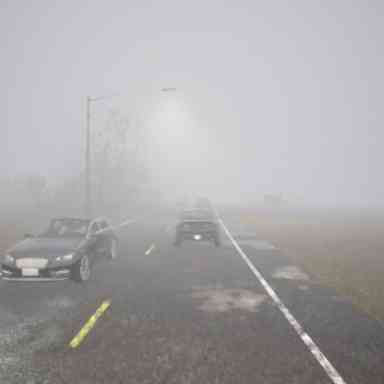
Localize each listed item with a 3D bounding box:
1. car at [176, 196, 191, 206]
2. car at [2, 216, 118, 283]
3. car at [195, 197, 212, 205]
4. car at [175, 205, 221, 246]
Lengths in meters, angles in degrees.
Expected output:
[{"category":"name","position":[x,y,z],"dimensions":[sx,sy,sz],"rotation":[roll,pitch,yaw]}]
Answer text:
[{"category":"car","position":[-1.399,1.495,54.340],"dimensions":[2.097,1.767,4.553],"rotation":[0,0,4]},{"category":"car","position":[-3.516,1.494,9.754],"dimensions":[2.128,1.511,4.902],"rotation":[0,0,1]},{"category":"car","position":[1.489,1.433,43.915],"dimensions":[2.097,1.767,4.553],"rotation":[0,0,4]},{"category":"car","position":[0.266,1.523,15.335],"dimensions":[1.837,1.490,4.892],"rotation":[0,-1,1]}]
